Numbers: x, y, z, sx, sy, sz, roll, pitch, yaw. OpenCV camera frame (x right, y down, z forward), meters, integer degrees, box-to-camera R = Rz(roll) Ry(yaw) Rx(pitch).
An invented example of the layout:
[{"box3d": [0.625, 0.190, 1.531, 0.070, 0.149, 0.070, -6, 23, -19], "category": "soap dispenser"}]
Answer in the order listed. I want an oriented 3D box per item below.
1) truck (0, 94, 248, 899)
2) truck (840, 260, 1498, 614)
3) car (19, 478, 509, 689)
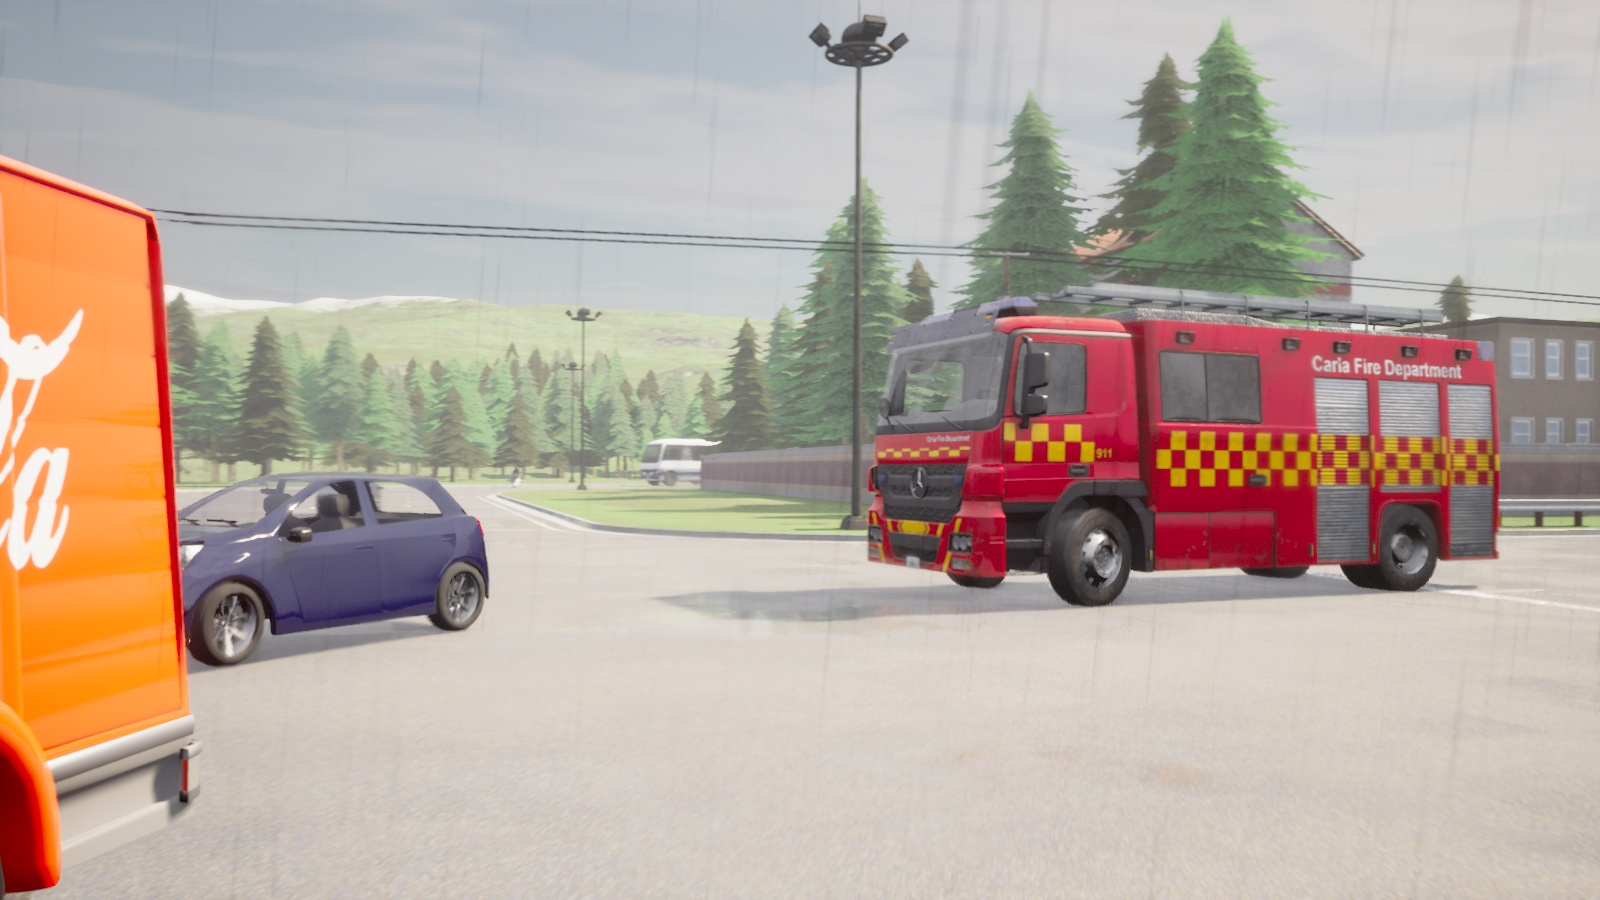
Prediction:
[{"box3d": [-3.374, 0.360, 1.679, 2.627, 2.467, 5.204, -1, -1, 5], "category": "truck"}, {"box3d": [4.978, -0.105, 16.600, 8.468, 3.827, 2.891, 0, -1, -24], "category": "truck"}, {"box3d": [-4.515, 1.010, 11.116, 1.845, 1.501, 3.633, -1, -1, 28], "category": "car"}]
